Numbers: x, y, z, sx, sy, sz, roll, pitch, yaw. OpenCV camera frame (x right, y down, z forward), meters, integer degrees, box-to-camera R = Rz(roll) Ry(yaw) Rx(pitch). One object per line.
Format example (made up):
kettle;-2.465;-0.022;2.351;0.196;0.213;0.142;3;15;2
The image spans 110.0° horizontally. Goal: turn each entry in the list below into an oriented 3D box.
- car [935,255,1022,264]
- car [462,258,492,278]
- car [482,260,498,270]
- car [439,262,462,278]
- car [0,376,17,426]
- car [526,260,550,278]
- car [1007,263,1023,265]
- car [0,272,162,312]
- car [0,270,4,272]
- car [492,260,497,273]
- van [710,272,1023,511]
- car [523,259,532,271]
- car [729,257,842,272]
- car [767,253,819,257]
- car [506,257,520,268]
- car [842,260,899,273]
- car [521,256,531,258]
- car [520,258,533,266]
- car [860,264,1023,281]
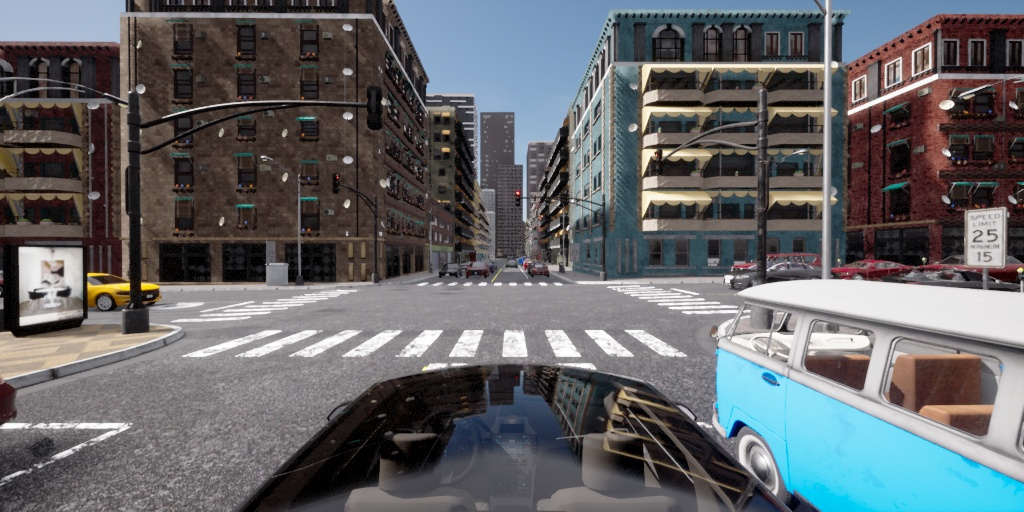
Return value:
car;23.942;0.719;18.827;4.553;1.767;2.097;-1;0;0
car;-3.176;1.229;33.848;1.882;1.535;5.008;0;0;0
car;-3.201;1.323;52.957;1.994;1.385;4.181;0;0;1
car;-5.770;1.317;34.142;1.948;1.339;4.313;0;0;0
car;-5.692;1.332;1.737;1.802;1.307;4.207;0;0;0
car;2.612;1.333;34.150;1.802;1.307;4.207;0;0;0
car;21.337;1.032;13.014;4.207;1.307;1.802;0;0;-1
car;-17.909;1.477;15.222;5.008;1.535;1.882;-1;0;-1
car;-30.307;1.573;21.030;4.097;1.591;1.967;0;0;-1
car;-3.195;1.106;43.029;2.097;1.767;4.553;0;0;0
van;2.689;1.091;1.756;1.690;1.789;3.998;0;0;0
car;2.599;1.319;39.673;1.948;1.339;4.313;0;0;0
car;13.689;1.007;18.722;4.902;1.511;2.128;-1;0;-1
car;15.725;0.780;21.341;5.009;1.841;2.192;0;0;-1
car;-0.043;1.327;61.124;1.994;1.385;4.181;0;0;0
car;21.296;0.930;21.394;4.507;1.381;1.888;0;0;-1
car;2.999;1.223;64.908;1.801;1.575;5.366;0;0;0
car;2.572;1.303;50.720;1.888;1.381;4.507;0;0;0
car;15.767;1.097;12.961;4.313;1.339;1.948;0;0;-1
